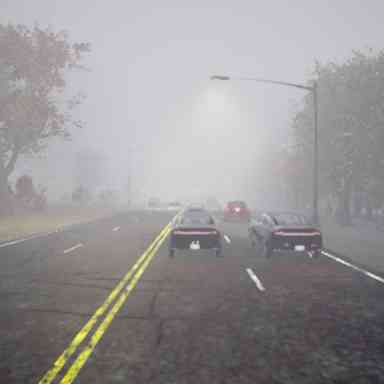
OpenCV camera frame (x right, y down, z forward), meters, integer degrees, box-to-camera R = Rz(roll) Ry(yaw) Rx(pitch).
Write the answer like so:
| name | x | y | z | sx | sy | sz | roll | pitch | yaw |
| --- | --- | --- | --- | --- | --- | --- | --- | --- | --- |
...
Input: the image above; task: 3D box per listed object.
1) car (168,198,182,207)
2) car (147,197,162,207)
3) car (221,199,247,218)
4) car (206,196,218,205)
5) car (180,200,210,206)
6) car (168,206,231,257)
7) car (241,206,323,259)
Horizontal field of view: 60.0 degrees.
| name | x | y | z | sx | sy | sz | roll | pitch | yaw |
| --- | --- | --- | --- | --- | --- | --- | --- | --- | --- |
| car | -2.605 | 1.656 | 51.952 | 1.994 | 1.385 | 4.181 | 0 | 0 | 2 |
| car | -5.852 | 1.597 | 52.167 | 1.837 | 1.490 | 4.892 | 0 | -1 | 2 |
| car | 3.537 | 1.412 | 27.652 | 2.097 | 1.767 | 4.553 | 0 | 0 | 1 |
| car | 3.713 | 1.455 | 62.475 | 2.097 | 1.767 | 4.553 | 0 | 0 | 2 |
| car | 0.307 | 1.625 | 28.682 | 1.994 | 1.385 | 4.181 | 0 | 0 | 1 |
| car | 0.129 | 1.524 | 13.000 | 2.128 | 1.511 | 4.902 | 0 | 0 | 1 |
| car | 3.375 | 1.524 | 12.730 | 2.128 | 1.511 | 4.902 | 0 | 0 | 1 |
